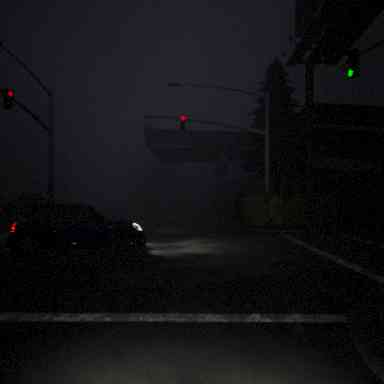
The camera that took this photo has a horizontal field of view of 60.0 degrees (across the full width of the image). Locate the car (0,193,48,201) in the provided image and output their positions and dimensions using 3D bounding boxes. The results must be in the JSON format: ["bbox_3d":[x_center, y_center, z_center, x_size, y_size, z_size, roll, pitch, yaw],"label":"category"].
[{"bbox_3d":[-16.798,1.058,33.541,3.866,1.878,1.905,0,0,-1],"label":"car"}]

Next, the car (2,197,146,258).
[{"bbox_3d":[-3.989,1.211,11.990,4.553,1.767,2.097,1,0,-19],"label":"car"}]

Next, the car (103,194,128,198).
[{"bbox_3d":[-16.485,1.290,71.126,5.027,1.636,2.152,0,0,-1],"label":"car"}]

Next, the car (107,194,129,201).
[{"bbox_3d":[-16.558,1.297,74.263,4.514,1.523,2.007,0,0,-1],"label":"car"}]

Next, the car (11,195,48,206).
[{"bbox_3d":[-24.058,1.270,49.237,4.514,1.523,2.007,0,0,-1],"label":"car"}]

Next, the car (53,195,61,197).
[{"bbox_3d":[-16.208,1.340,36.870,3.806,1.475,1.970,0,0,-1],"label":"car"}]

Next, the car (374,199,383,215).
[{"bbox_3d":[17.206,1.461,33.219,2.242,1.667,4.611,0,0,-1],"label":"car"}]

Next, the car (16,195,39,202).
[{"bbox_3d":[-35.152,1.344,71.151,3.806,1.475,1.970,0,0,-1],"label":"car"}]

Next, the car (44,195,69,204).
[{"bbox_3d":[-24.081,1.286,59.230,3.633,1.501,1.845,0,0,-1],"label":"car"}]
